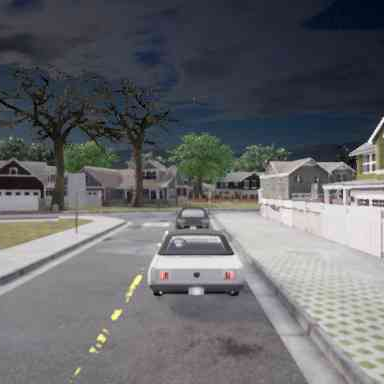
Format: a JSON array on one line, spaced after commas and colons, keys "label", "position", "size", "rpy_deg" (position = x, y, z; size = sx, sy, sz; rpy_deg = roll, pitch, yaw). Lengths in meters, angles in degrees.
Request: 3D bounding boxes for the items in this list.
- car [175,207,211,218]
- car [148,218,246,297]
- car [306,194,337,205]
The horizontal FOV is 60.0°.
[{"label": "car", "position": [0.056, 1.515, 17.941], "size": [1.812, 1.442, 4.674], "rpy_deg": [0, 0, 0]}, {"label": "car", "position": [0.082, 1.595, 8.527], "size": [1.895, 1.301, 4.718], "rpy_deg": [0, 0, 0]}, {"label": "car", "position": [15.892, 1.283, 42.250], "size": [5.566, 2.045, 2.150], "rpy_deg": [0, 0, -17]}]
